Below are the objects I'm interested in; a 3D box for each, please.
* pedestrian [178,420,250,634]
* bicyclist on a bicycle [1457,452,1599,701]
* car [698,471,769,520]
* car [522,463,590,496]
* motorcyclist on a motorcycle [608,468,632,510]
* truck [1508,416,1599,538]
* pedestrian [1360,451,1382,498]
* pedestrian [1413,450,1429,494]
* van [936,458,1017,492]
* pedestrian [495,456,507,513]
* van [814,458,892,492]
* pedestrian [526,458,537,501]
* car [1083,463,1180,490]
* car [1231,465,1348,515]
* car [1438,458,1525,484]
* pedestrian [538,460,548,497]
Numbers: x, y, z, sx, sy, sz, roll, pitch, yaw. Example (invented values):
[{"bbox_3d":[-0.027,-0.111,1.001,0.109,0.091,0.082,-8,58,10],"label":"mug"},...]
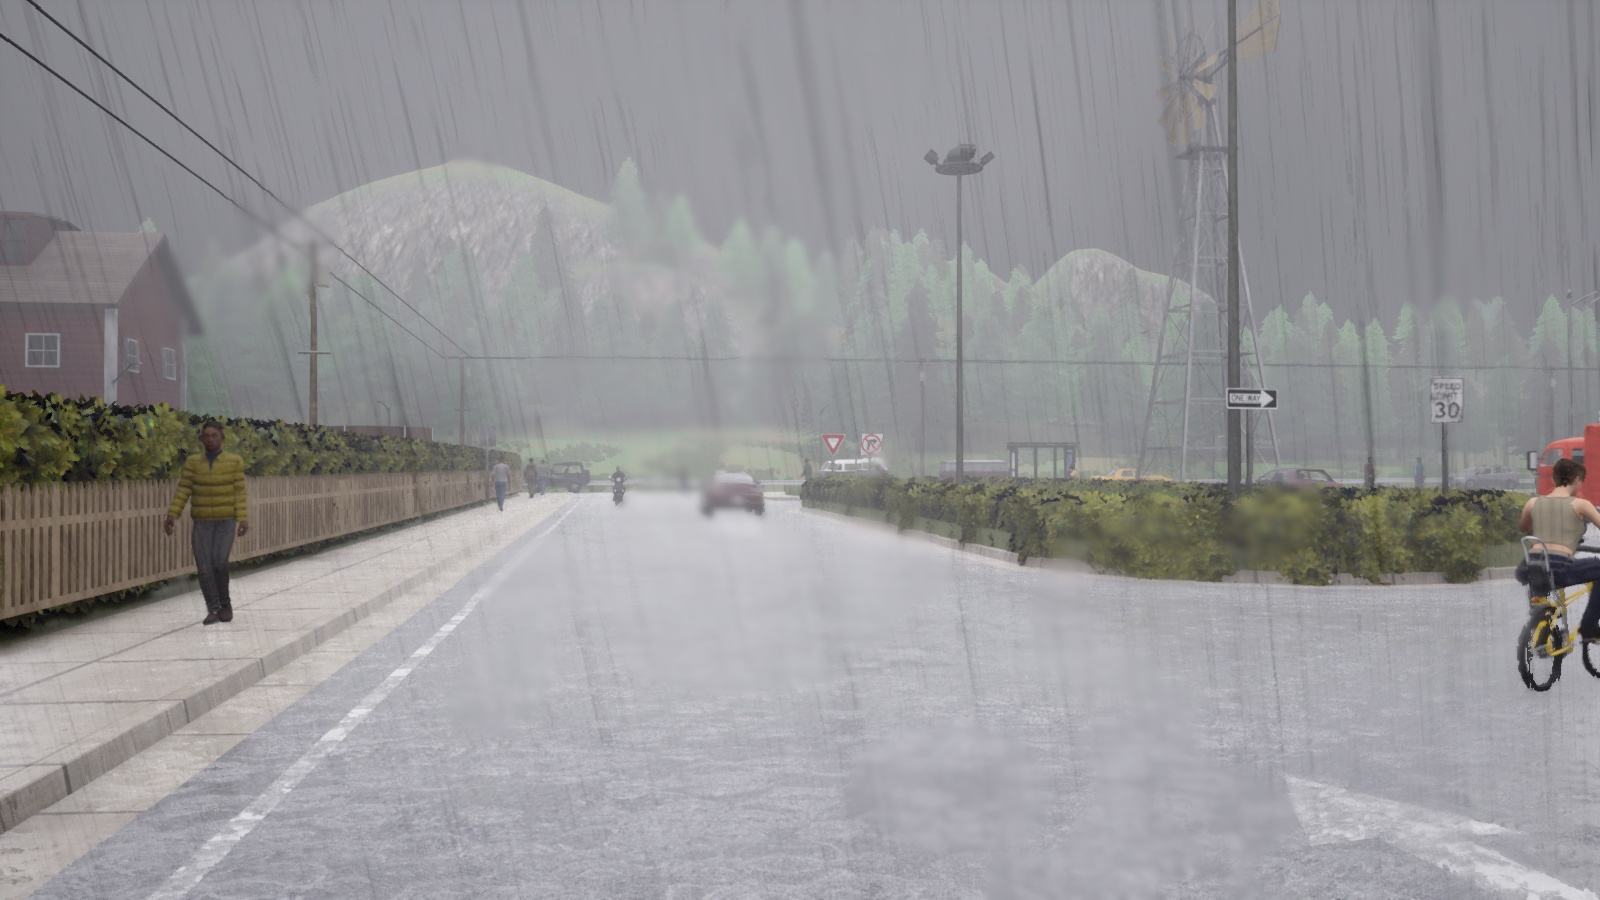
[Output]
[{"bbox_3d":[-5.216,0.666,11.201,0.431,1.840,0.709,0,-1,-12],"label":"pedestrian"},{"bbox_3d":[5.500,0.824,8.913,1.509,1.612,0.866,0,-1,-34],"label":"bicyclist on a bicycle"},{"bbox_3d":[-2.178,1.399,40.022,1.812,1.442,4.674,0,-1,-8],"label":"car"},{"bbox_3d":[-14.517,1.745,74.825,3.866,1.878,1.905,0,-1,-8],"label":"car"},{"bbox_3d":[-6.936,1.480,48.356,0.866,1.590,1.817,0,-1,-8],"label":"motorcyclist on a motorcycle"},{"bbox_3d":[17.464,0.530,25.630,2.627,2.467,5.204,0,0,-7],"label":"truck"},{"bbox_3d":[21.971,0.929,48.316,0.328,1.805,0.869,0,-1,-8],"label":"pedestrian"},{"bbox_3d":[27.553,0.982,55.708,0.396,1.930,0.692,-1,-1,9],"label":"pedestrian"},{"bbox_3d":[10.471,1.486,74.819,4.442,1.987,1.775,0,-1,-8],"label":"van"},{"bbox_3d":[-9.702,1.103,40.751,0.354,1.836,0.706,0,-1,-13],"label":"pedestrian"},{"bbox_3d":[3.217,1.553,77.330,4.480,2.038,2.069,0,-1,-8],"label":"van"},{"bbox_3d":[-12.198,1.345,57.095,0.396,1.930,0.692,0,-1,-6],"label":"pedestrian"},{"bbox_3d":[20.099,1.606,76.175,5.366,1.575,1.801,0,-1,-8],"label":"car"},{"bbox_3d":[15.347,1.229,39.574,1.845,1.501,3.633,0,-1,-9],"label":"car"},{"bbox_3d":[45.122,1.390,83.242,4.611,1.667,2.242,0,-1,-8],"label":"car"},{"bbox_3d":[-12.896,1.431,63.024,0.354,1.836,0.706,0,-1,-3],"label":"pedestrian"}]
